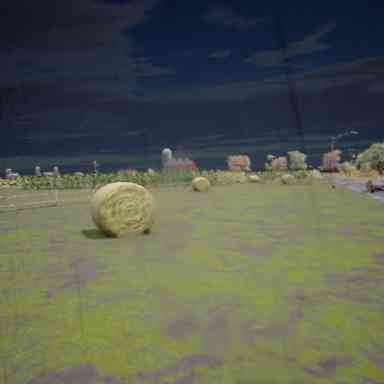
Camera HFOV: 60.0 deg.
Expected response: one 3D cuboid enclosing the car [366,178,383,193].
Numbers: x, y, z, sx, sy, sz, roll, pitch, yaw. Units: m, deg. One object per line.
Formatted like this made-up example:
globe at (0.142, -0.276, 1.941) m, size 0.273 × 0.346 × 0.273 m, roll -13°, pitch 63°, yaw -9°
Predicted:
car at (19.672, -0.751, 35.182) m, size 1.882 × 1.535 × 5.008 m, roll -1°, pitch 3°, yaw 20°
